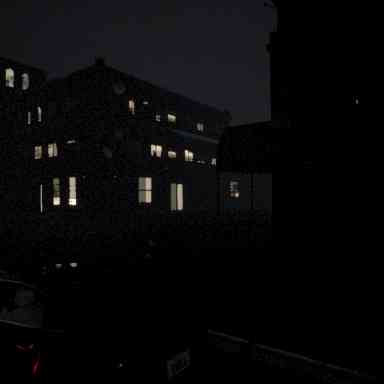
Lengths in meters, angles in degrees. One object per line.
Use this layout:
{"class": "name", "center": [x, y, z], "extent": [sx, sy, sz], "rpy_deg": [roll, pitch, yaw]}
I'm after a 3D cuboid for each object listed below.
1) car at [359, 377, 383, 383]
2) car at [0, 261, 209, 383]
{"class": "car", "center": [2.706, 1.544, 0.960], "extent": [4.507, 1.381, 1.887], "rpy_deg": [0, -1, 35]}
{"class": "car", "center": [-1.811, 1.567, 4.178], "extent": [4.313, 1.339, 1.947], "rpy_deg": [0, -1, 35]}
